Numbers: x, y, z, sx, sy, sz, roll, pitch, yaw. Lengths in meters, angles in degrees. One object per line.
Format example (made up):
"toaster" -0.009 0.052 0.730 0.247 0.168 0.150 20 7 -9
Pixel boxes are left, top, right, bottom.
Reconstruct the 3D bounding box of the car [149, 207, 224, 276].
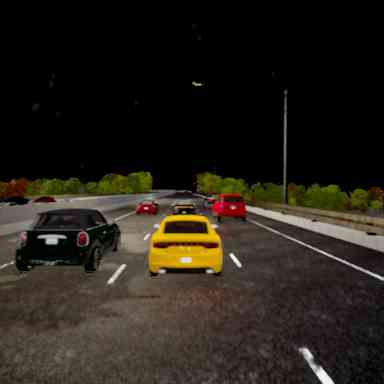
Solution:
"car" -0.201 1.456 10.347 1.882 1.535 5.008 0 0 -1

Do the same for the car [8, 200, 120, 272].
"car" -3.713 1.302 10.807 2.097 1.767 4.553 0 0 -1

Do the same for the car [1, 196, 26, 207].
"car" -22.178 1.266 42.067 1.812 1.442 4.674 0 0 -1

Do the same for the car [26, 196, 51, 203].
"car" -18.683 1.294 42.161 1.812 1.442 4.674 0 0 -1

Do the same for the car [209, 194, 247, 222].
"car" 2.879 1.194 26.308 2.150 2.045 5.566 0 0 -1

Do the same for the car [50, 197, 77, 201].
"car" -15.153 1.399 40.740 1.895 1.301 4.718 0 0 -1

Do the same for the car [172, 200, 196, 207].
"car" -0.666 1.429 28.911 2.128 1.511 4.902 0 0 -1

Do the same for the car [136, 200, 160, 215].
"car" -4.258 1.466 32.499 1.994 1.385 4.181 0 0 -1

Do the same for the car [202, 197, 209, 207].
"car" 2.411 1.418 45.101 2.128 1.511 4.902 0 0 -1
